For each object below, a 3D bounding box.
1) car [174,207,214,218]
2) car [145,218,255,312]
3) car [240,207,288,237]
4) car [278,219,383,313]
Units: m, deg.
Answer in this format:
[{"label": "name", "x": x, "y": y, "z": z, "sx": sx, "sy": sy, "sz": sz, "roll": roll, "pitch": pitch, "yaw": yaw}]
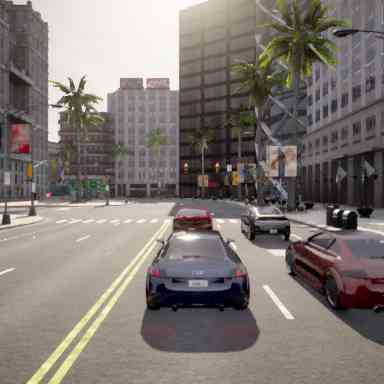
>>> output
[{"label": "car", "x": 0.090, "y": 1.478, "z": 16.799, "sx": 1.882, "sy": 1.535, "sz": 5.008, "roll": 0, "pitch": 0, "yaw": 2}, {"label": "car", "x": 0.089, "y": 1.562, "z": 7.813, "sx": 1.994, "sy": 1.385, "sz": 4.181, "roll": 0, "pitch": 0, "yaw": -1}, {"label": "car", "x": 3.587, "y": 1.492, "z": 16.821, "sx": 2.128, "sy": 1.511, "sz": 4.902, "roll": 0, "pitch": 0, "yaw": 2}, {"label": "car", "x": 3.597, "y": 1.564, "z": 7.730, "sx": 1.994, "sy": 1.385, "sz": 4.181, "roll": 0, "pitch": 0, "yaw": 0}]
